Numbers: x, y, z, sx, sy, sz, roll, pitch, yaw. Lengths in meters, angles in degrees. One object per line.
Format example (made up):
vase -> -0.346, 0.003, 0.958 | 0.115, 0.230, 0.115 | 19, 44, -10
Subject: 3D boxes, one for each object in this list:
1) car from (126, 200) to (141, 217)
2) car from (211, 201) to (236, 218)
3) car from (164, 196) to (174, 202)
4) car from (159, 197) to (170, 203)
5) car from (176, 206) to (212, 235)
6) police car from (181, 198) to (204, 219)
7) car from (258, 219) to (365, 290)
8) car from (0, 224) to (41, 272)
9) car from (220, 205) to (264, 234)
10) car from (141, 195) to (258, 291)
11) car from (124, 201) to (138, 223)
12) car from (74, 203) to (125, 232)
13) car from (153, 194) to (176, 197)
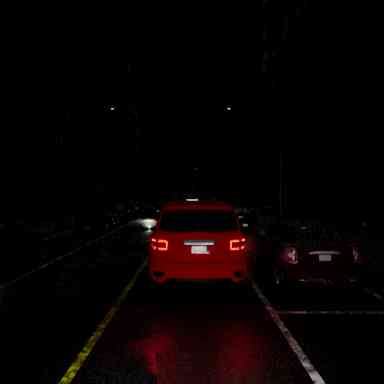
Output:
car -> -5.637, 1.444, 31.103 | 1.967, 1.590, 4.097 | 0, 0, 0
car -> 2.888, 1.570, 31.093 | 1.947, 1.339, 4.313 | 0, 0, 0
car -> -5.529, 1.617, 79.022 | 2.008, 1.369, 4.403 | 0, 0, 0
car -> -5.561, 1.627, 68.206 | 1.802, 1.307, 4.206 | 0, 0, 0
car -> 0.121, 1.602, 19.944 | 1.895, 1.301, 4.718 | 0, 0, 0
police car -> 0.033, 1.429, 30.207 | 1.930, 1.638, 5.238 | 0, 0, 0
car -> 2.864, 1.440, 9.088 | 1.967, 1.590, 4.097 | 0, 0, 0
car -> -5.661, 1.582, 9.097 | 1.802, 1.307, 4.206 | 0, 0, 0
car -> 2.876, 1.552, 20.090 | 2.008, 1.369, 4.403 | 0, 0, 0
car -> 0.114, 1.222, 9.174 | 2.150, 2.045, 5.566 | 0, 0, 0
car -> -5.644, 1.584, 25.601 | 1.802, 1.307, 4.206 | 0, 0, 0
car -> -5.649, 1.567, 20.100 | 1.947, 1.339, 4.313 | 0, 0, 0
car -> -2.966, 1.331, 31.844 | 2.150, 2.045, 5.566 | 0, 0, 0
